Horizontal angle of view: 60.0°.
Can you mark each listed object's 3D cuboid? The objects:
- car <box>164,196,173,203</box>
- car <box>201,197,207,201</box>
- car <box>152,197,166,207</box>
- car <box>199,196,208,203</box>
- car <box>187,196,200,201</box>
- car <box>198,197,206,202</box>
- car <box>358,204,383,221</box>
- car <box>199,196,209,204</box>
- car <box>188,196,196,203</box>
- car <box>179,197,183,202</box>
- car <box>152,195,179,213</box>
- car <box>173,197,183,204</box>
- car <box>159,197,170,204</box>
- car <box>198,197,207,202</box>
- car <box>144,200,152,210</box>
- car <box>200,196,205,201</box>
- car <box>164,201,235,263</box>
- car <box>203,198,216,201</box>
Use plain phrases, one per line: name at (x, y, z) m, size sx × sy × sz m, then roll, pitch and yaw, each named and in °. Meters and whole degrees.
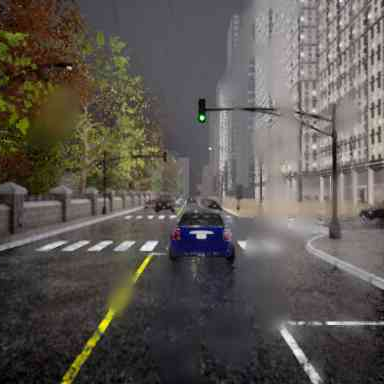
car at (-5.697, 1.782, 80.675) m, size 1.967 × 1.590 × 4.097 m, roll 0°, pitch 0°, yaw 0°
car at (2.686, 1.749, 46.882) m, size 1.947 × 1.339 × 4.313 m, roll 0°, pitch 0°, yaw 0°
car at (-5.695, 1.673, 58.147) m, size 1.967 × 1.590 × 4.097 m, roll 0°, pitch 0°, yaw 0°
car at (2.683, 1.782, 80.676) m, size 1.967 × 1.590 × 4.097 m, roll 0°, pitch 0°, yaw 0°
car at (-0.009, 1.632, 68.437) m, size 2.097 × 1.767 × 4.553 m, roll 0°, pitch 0°, yaw 0°
car at (2.681, 1.950, 91.940) m, size 2.008 × 1.369 × 4.403 m, roll 0°, pitch 0°, yaw 0°
car at (15.263, 1.359, 24.467) m, size 5.357 × 1.411 × 2.033 m, roll -1°, pitch 0°, yaw 0°
car at (2.683, 1.754, 75.045) m, size 1.967 × 1.590 × 4.097 m, roll 0°, pitch 0°, yaw 0°
car at (-0.009, 1.758, 78.536) m, size 1.994 × 1.385 × 4.181 m, roll 0°, pitch 0°, yaw 0°
car at (-3.054, 1.753, 57.111) m, size 1.812 × 1.442 × 4.674 m, roll 0°, pitch 0°, yaw 1°
car at (-3.099, 1.373, 39.726) m, size 2.150 × 2.045 × 5.566 m, roll 0°, pitch 0°, yaw 0°
car at (-3.008, 1.775, 72.000) m, size 1.812 × 1.442 × 4.674 m, roll 0°, pitch 0°, yaw 0°
car at (-5.696, 1.810, 69.242) m, size 1.752 × 1.417 × 4.829 m, roll 0°, pitch 0°, yaw 0°
car at (2.681, 1.921, 86.308) m, size 2.008 × 1.369 × 4.403 m, roll 0°, pitch 0°, yaw 0°
car at (-5.694, 1.765, 46.881) m, size 1.802 × 1.307 × 4.206 m, roll 0°, pitch 0°, yaw 0°
car at (2.685, 1.774, 52.515) m, size 1.947 × 1.339 × 4.313 m, roll 0°, pitch 0°, yaw 0°
car at (0.447, 1.397, 12.365) m, size 2.097 × 1.767 × 4.553 m, roll 0°, pitch 0°, yaw 4°
car at (2.686, 1.725, 41.250) m, size 1.947 × 1.339 × 4.313 m, roll 0°, pitch 0°, yaw 0°
